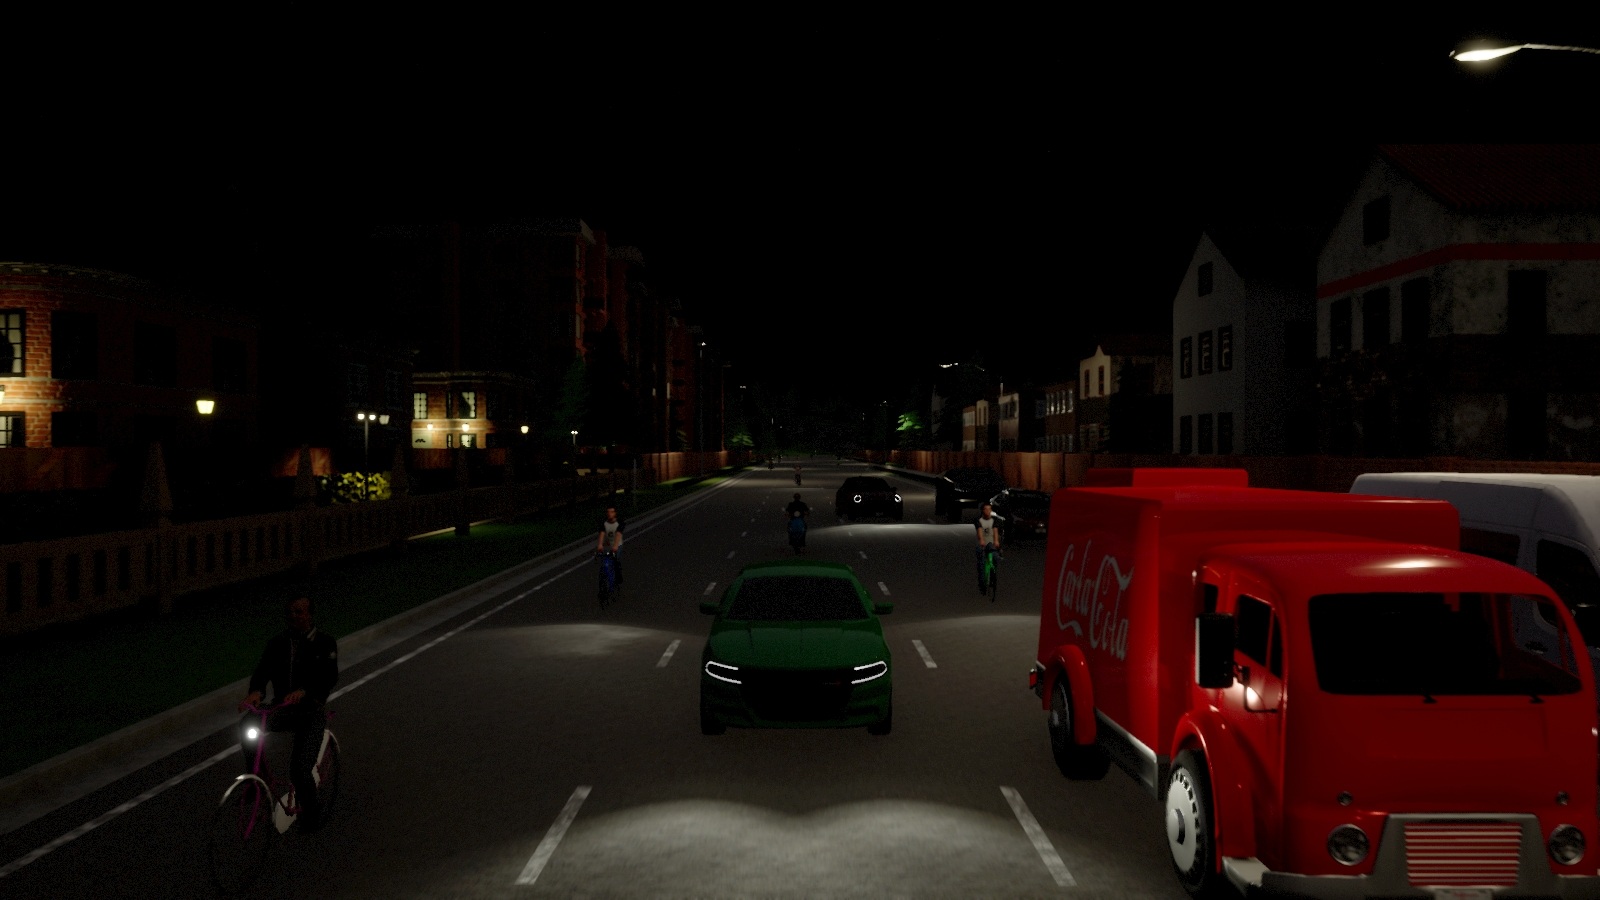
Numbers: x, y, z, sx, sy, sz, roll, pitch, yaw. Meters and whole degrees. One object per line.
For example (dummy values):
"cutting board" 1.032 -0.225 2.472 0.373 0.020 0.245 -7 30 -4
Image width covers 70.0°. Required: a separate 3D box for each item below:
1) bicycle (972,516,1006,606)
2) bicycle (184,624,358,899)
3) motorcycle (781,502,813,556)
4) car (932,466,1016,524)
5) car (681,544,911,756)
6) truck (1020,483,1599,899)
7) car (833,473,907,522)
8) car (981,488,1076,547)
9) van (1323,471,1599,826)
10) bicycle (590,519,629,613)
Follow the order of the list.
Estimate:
"bicycle" 3.512 2.041 21.354 0.373 1.496 1.643 0 1 0
"bicycle" -3.521 2.054 7.756 0.329 1.471 1.835 0 0 0
"motorcycle" -0.076 2.120 30.980 0.856 1.316 1.805 0 0 0
"car" 6.889 1.722 45.959 2.390 2.098 6.274 0 0 0
"car" -0.040 2.024 12.906 2.097 1.535 5.006 0 0 0
"truck" 3.468 1.561 8.583 2.627 2.467 5.204 0 0 0
"car" 2.759 1.874 46.044 2.097 1.767 4.553 0 0 -8
"car" 6.909 2.016 35.043 2.007 1.525 4.514 0 0 0
"van" 6.969 1.527 10.082 1.988 2.561 5.915 0 0 0
"bicycle" -3.389 2.041 20.391 0.373 1.496 1.643 0 1 2
